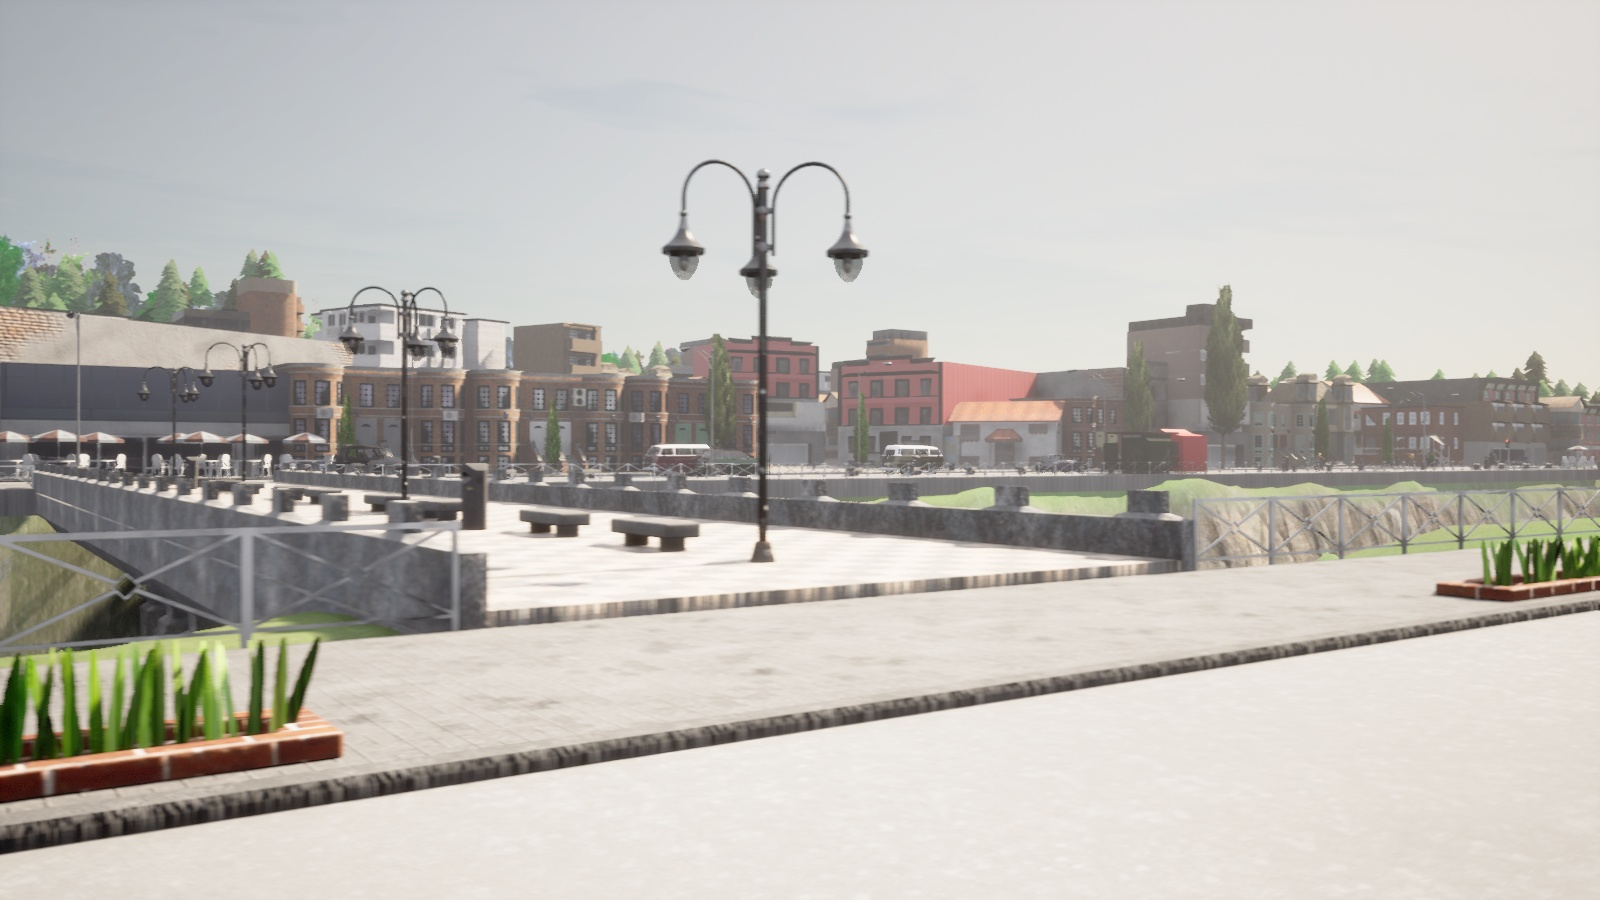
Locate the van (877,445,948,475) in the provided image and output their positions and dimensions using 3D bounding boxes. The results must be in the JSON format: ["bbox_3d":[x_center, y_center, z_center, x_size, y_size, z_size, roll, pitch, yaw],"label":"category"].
[{"bbox_3d":[7.616,0.660,84.737,4.480,2.038,2.069,0,0,-35],"label":"van"}]

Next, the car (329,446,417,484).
[{"bbox_3d":[-21.827,0.744,64.231,3.866,1.878,1.905,0,0,-35],"label":"car"}]

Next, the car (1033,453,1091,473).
[{"bbox_3d":[19.383,0.945,92.932,4.193,1.474,1.816,0,0,-35],"label":"car"}]

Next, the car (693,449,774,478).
[{"bbox_3d":[-4.048,0.800,76.613,4.553,1.767,2.097,0,0,-35],"label":"car"}]

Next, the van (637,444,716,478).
[{"bbox_3d":[-7.759,0.678,78.902,4.480,2.038,2.069,0,0,-35],"label":"van"}]
